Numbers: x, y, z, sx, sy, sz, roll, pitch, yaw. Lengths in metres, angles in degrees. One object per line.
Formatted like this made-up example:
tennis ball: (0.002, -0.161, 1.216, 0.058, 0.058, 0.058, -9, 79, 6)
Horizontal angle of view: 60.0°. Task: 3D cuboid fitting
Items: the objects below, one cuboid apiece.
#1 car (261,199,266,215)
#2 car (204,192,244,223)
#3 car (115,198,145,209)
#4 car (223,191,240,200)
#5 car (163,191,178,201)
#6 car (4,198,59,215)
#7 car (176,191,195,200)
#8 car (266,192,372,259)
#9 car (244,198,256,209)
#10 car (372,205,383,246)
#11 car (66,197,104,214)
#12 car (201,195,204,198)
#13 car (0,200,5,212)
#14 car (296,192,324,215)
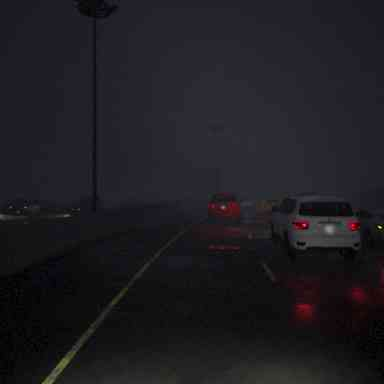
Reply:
car: (7.448, 1.288, 30.787, 1.882, 1.535, 5.008, 0, 0, 13)
car: (2.455, 1.068, 24.005, 2.150, 2.045, 5.566, 0, 0, 10)
car: (-6.297, 1.329, 34.199, 1.994, 1.385, 4.181, 0, 0, 14)
car: (8.644, 0.757, 72.682, 2.097, 1.767, 4.553, 0, 0, 28)
car: (-4.104, 0.750, 71.001, 2.150, 2.045, 5.566, 0, 0, 26)
car: (-14.340, 1.377, 30.391, 1.895, 1.301, 4.718, 0, 0, 12)
car: (-1.014, 1.095, 69.361, 1.994, 1.385, 4.181, 0, 0, 26)
car: (4.342, 1.146, 12.510, 2.150, 2.045, 5.566, 0, 0, 6)
car: (6.734, 1.341, 41.327, 1.895, 1.301, 4.718, 0, 0, 17)
car: (8.113, 1.443, 14.603, 1.812, 1.442, 4.674, 0, 0, 6)
car: (-10.303, 1.275, 32.444, 1.837, 1.490, 4.892, 0, 0, 13)
car: (3.467, 1.009, 70.423, 1.837, 1.490, 4.892, 0, 0, 26)
car: (-17.440, 1.303, 32.728, 2.033, 1.411, 5.357, 0, 0, 12)
car: (11.639, 1.023, 33.227, 2.150, 2.045, 5.566, 0, 0, 15)
